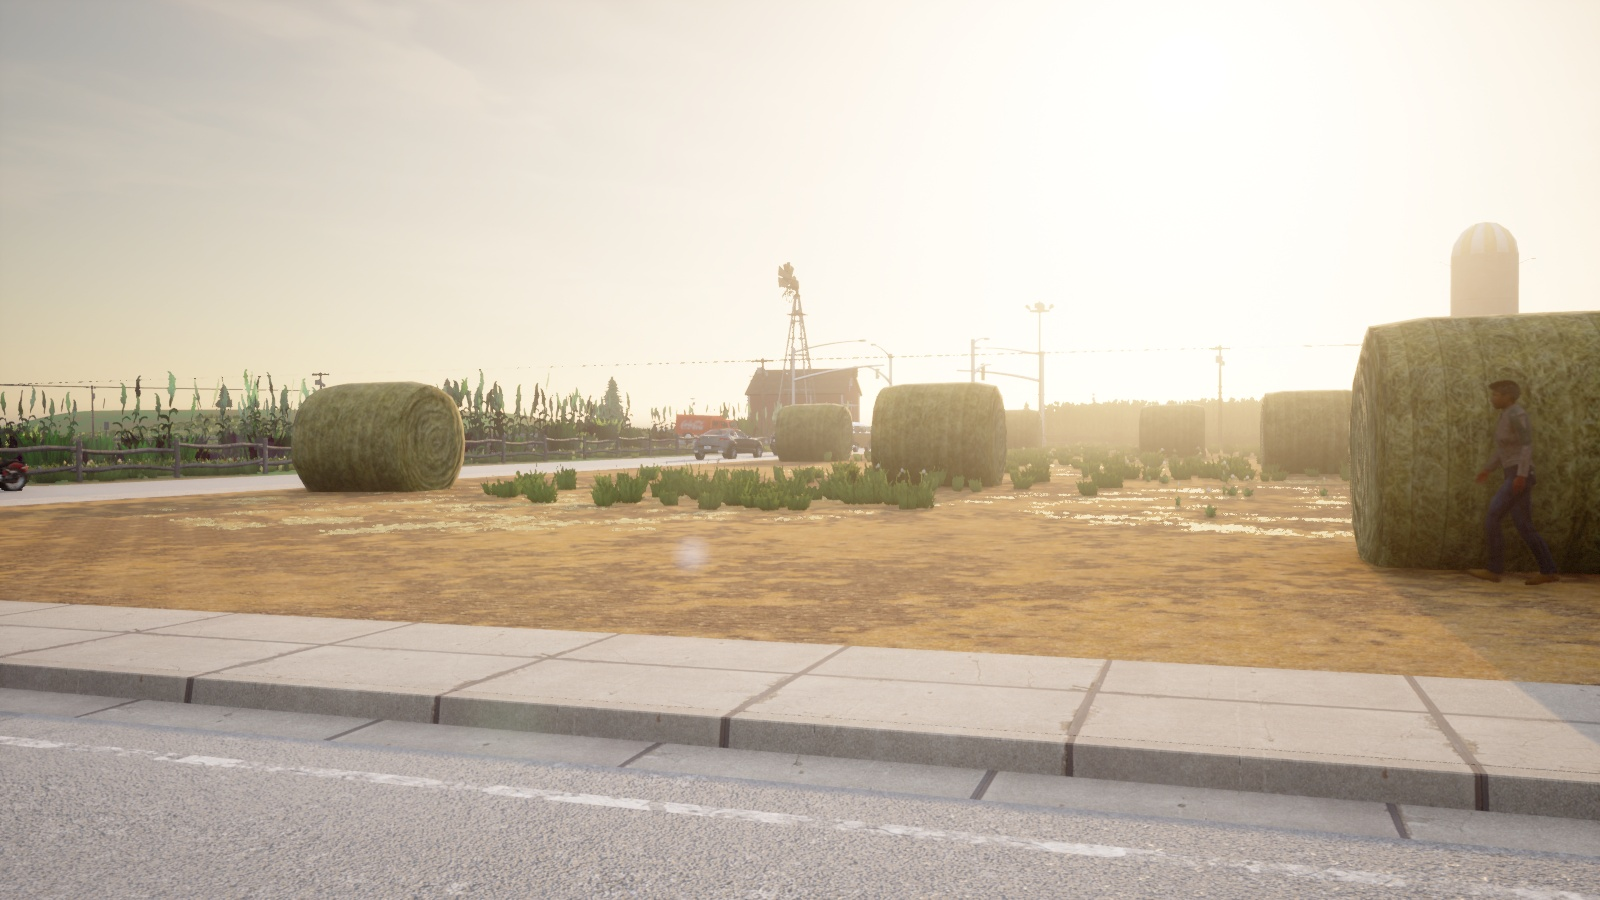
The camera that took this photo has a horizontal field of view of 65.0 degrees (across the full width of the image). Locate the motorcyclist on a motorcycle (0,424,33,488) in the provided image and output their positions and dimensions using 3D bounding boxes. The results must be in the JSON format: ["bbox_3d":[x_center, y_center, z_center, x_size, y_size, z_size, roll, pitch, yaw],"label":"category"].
[{"bbox_3d":[-20.866,0.153,31.905,0.766,1.649,2.350,1,1,21],"label":"motorcyclist on a motorcycle"}]

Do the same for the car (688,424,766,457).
[{"bbox_3d":[-3.765,-0.500,65.967,2.152,1.651,5.027,1,1,21],"label":"car"}]

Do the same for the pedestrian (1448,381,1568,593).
[{"bbox_3d":[6.208,0.308,11.042,0.869,1.805,0.328,1,1,25],"label":"pedestrian"}]

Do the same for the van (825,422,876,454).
[{"bbox_3d":[3.459,-0.823,84.409,2.069,2.038,4.480,1,1,21],"label":"van"}]
